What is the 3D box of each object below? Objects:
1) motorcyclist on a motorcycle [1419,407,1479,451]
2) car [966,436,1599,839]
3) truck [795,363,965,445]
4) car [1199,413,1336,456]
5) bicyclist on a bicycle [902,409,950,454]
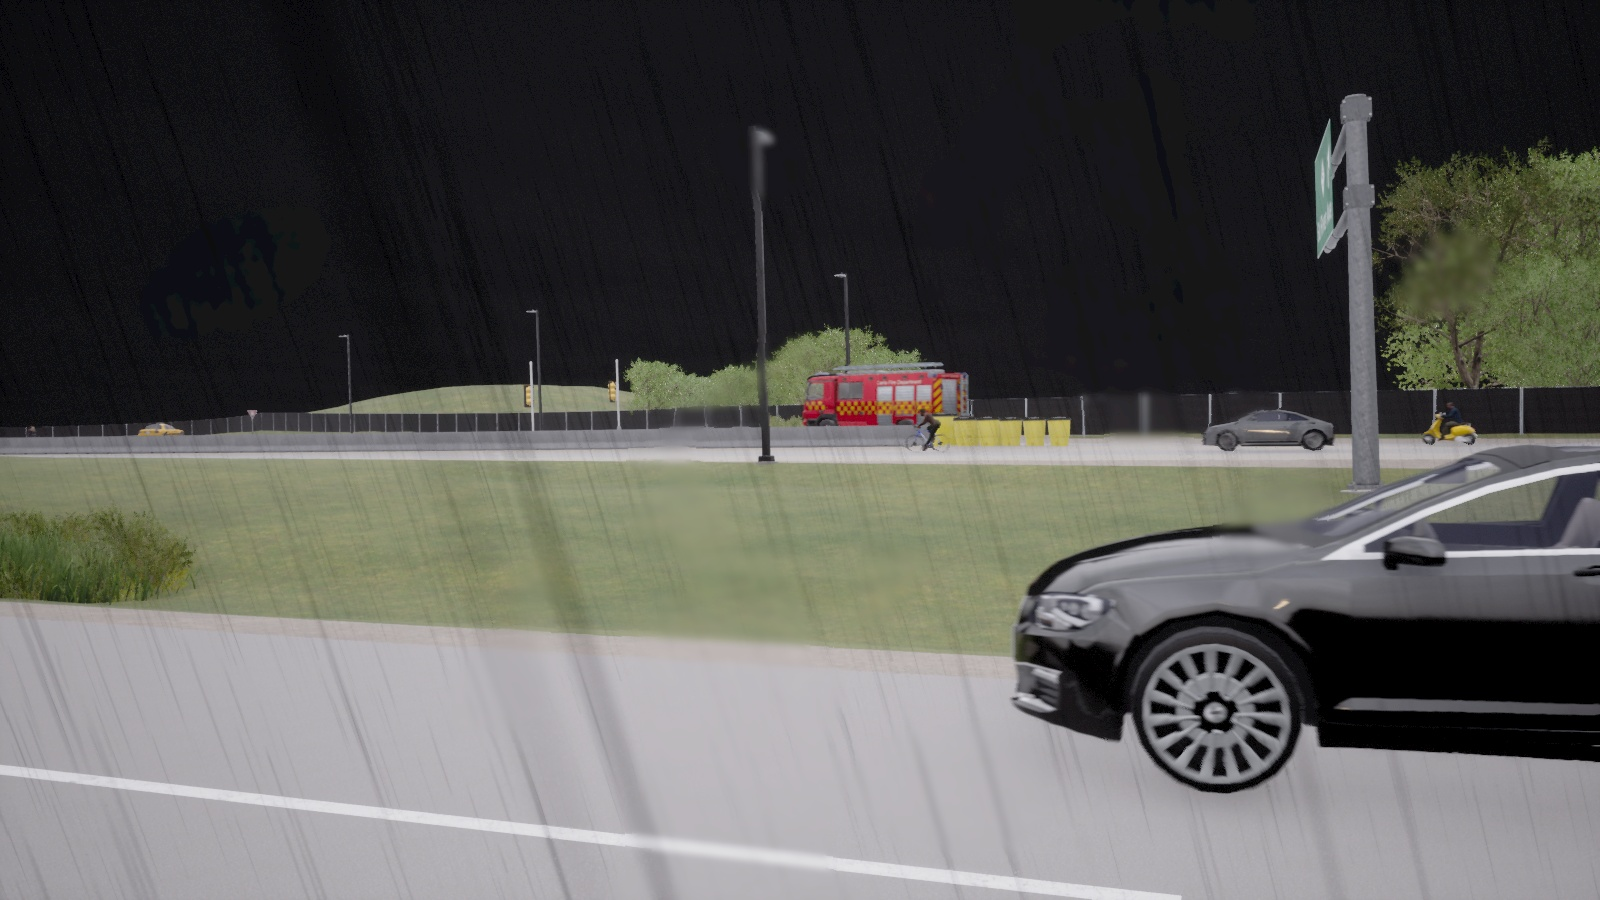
[{"bbox_3d":[23.758,-0.778,46.002,1.817,1.590,0.866,1,1,37],"label":"motorcyclist on a motorcycle"},{"bbox_3d":[3.392,0.703,5.745,4.902,1.511,2.128,0,1,19],"label":"car"},{"bbox_3d":[3.865,-2.250,62.576,8.468,3.827,2.891,1,2,42],"label":"truck"},{"bbox_3d":[15.602,-0.529,42.064,4.181,1.385,1.994,0,1,19],"label":"car"},{"bbox_3d":[4.599,-0.656,45.897,1.656,1.620,0.582,0,1,19],"label":"bicyclist on a bicycle"}]
